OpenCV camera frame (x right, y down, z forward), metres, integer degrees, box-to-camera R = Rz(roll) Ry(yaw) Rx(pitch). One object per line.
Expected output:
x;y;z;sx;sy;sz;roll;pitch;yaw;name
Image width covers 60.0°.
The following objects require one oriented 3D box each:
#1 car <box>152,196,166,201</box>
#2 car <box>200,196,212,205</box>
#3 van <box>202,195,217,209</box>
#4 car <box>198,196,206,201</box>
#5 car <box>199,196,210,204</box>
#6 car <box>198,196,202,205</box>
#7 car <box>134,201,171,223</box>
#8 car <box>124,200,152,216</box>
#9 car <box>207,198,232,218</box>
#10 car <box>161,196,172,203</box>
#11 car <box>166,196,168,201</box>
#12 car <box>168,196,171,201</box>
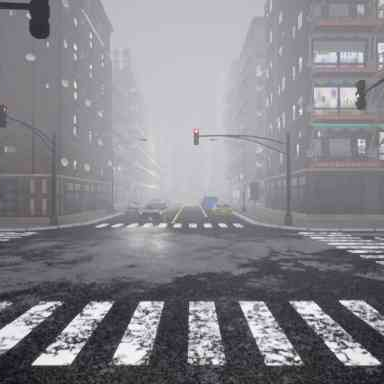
-5.387;1.614;49.657;1.802;1.307;4.206;1;0;0;car
2.476;1.486;61.040;1.967;1.590;4.097;1;0;0;car
2.537;1.366;44.074;1.690;1.788;3.998;1;0;0;van
2.438;1.627;83.664;1.887;1.381;4.507;1;0;0;car
2.465;1.604;66.696;2.008;1.369;4.403;1;0;0;car
2.496;1.347;49.728;2.192;1.841;5.009;1;0;0;car
-2.861;1.611;26.019;1.895;1.301;4.718;0;0;3;car
-5.489;1.565;32.683;2.008;1.369;4.403;1;0;0;car
2.655;1.538;30.241;1.752;1.417;4.829;1;0;0;car
-5.424;1.613;72.288;2.008;1.369;4.403;1;0;0;car
-5.396;1.564;55.144;1.752;1.417;4.829;1;0;0;car
-5.406;1.627;60.972;1.802;1.307;4.206;1;0;0;car
